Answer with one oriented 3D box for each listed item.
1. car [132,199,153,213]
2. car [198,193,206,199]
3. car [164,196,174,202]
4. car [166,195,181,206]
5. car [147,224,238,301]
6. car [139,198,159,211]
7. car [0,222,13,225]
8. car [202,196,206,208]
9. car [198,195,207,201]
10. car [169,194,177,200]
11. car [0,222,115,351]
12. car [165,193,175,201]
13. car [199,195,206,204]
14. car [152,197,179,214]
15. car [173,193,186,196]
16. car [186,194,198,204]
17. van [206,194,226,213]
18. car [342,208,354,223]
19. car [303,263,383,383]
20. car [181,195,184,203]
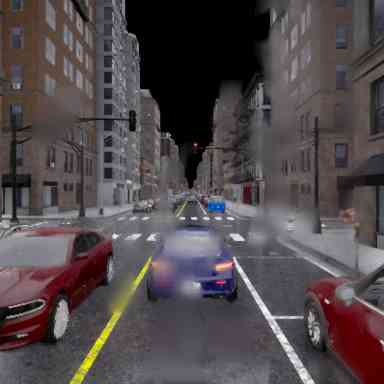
[{"bbox_3d":[-5.348,1.549,36.071,2.008,1.369,4.403,0,0,0],"label":"car"},{"bbox_3d":[2.711,1.304,64.477,2.192,1.841,5.009,0,0,0],"label":"car"},{"bbox_3d":[-5.302,1.546,75.844,1.947,1.339,4.313,0,0,0],"label":"car"},{"bbox_3d":[-2.799,1.502,44.817,1.837,1.490,4.892,0,0,0],"label":"car"},{"bbox_3d":[0.013,1.526,8.220,1.812,1.442,4.674,0,0,0],"label":"car"},{"bbox_3d":[-5.341,1.542,41.752,1.887,1.381,4.507,0,0,0],"label":"car"},{"bbox_3d":[-5.378,1.551,8.989,2.008,1.369,4.403,0,0,0],"label":"car"},{"bbox_3d":[2.691,1.579,47.432,1.802,1.307,4.206,0,0,0],"label":"car"},{"bbox_3d":[2.737,1.523,87.201,2.008,1.369,4.403,0,0,0],"label":"car"},{"bbox_3d":[-5.282,1.408,92.889,1.967,1.590,4.097,0,0,0],"label":"car"},{"bbox_3d":[-2.901,1.477,6.609,1.882,1.535,5.008,0,0,0],"label":"car"},{"bbox_3d":[-5.295,1.291,81.525,2.192,1.841,5.009,0,0,0],"label":"car"},{"bbox_3d":[2.704,1.575,58.795,1.802,1.307,4.206,0,0,0],"label":"car"},{"bbox_3d":[-2.809,1.562,35.963,1.994,1.385,4.181,0,0,0],"label":"car"},{"bbox_3d":[-2.672,1.455,69.308,1.837,1.490,4.892,0,0,0],"label":"car"},{"bbox_3d":[0.126,1.535,65.820,2.033,1.411,5.357,0,0,0],"label":"car"},{"bbox_3d":[2.678,1.339,36.070,1.690,1.788,3.998,0,0,0],"label":"van"},{"bbox_3d":[13.291,1.440,23.925,4.553,1.767,2.097,0,0,1],"label":"car"},{"bbox_3d":[2.640,1.440,3.470,1.967,1.590,4.097,0,0,0],"label":"car"},{"bbox_3d":[-2.771,1.558,54.745,1.994,1.385,4.181,0,0,1],"label":"car"}]
